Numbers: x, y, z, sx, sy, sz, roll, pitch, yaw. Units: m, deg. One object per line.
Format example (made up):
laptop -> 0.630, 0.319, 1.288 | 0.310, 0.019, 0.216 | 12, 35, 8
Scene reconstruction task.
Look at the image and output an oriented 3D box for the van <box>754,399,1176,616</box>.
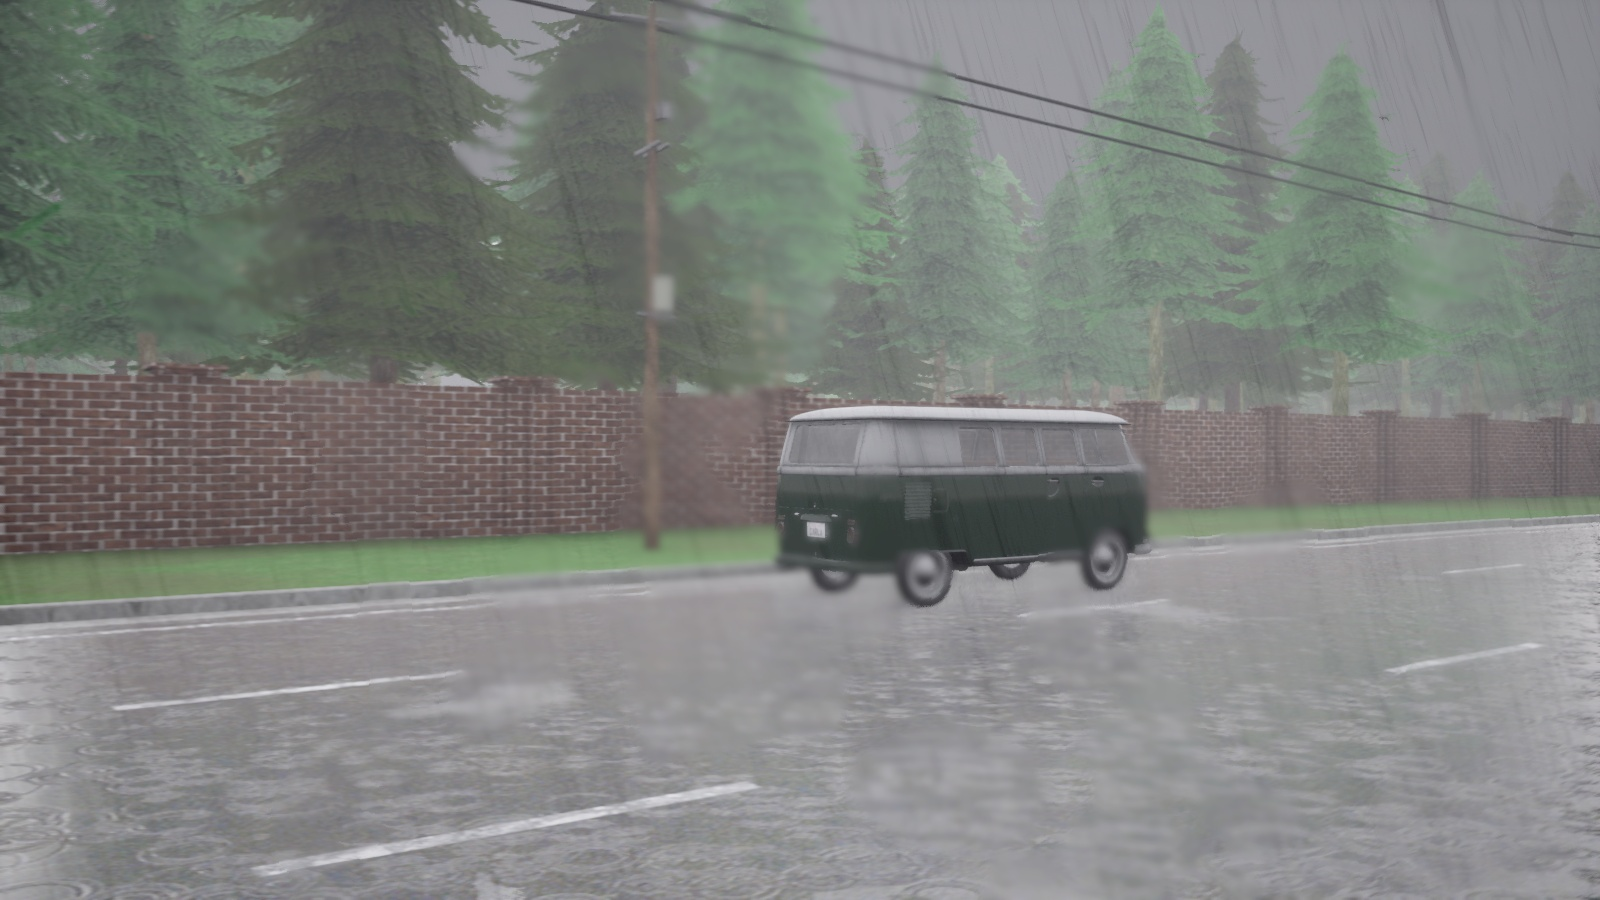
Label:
van -> 1.862, 0.527, 13.484 | 4.442, 1.987, 1.775 | 0, 0, -35
